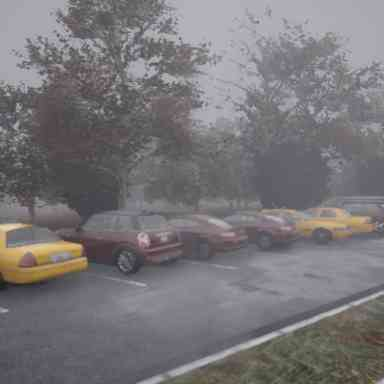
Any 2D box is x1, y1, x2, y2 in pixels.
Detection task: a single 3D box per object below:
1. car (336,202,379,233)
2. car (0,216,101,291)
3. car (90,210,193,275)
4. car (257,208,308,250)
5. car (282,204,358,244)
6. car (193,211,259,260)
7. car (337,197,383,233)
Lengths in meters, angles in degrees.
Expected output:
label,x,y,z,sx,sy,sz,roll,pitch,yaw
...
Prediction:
label,x,y,z,sx,sy,sz,roll,pitch,yaw
car,6.755,1.491,17.891,5.366,1.575,1.946,-1,-1,33
car,-5.114,1.502,9.044,5.366,1.575,1.946,-1,0,34
car,-2.540,1.374,10.665,4.553,1.767,2.185,-1,-1,34
car,2.196,1.536,14.207,4.674,1.452,2.002,-1,-1,33
car,4.716,1.488,15.898,5.366,1.575,1.946,-1,-1,33
car,-0.176,1.538,12.435,4.674,1.452,2.002,-1,-1,34
car,9.281,1.363,19.585,4.553,1.767,2.185,-1,-1,32
